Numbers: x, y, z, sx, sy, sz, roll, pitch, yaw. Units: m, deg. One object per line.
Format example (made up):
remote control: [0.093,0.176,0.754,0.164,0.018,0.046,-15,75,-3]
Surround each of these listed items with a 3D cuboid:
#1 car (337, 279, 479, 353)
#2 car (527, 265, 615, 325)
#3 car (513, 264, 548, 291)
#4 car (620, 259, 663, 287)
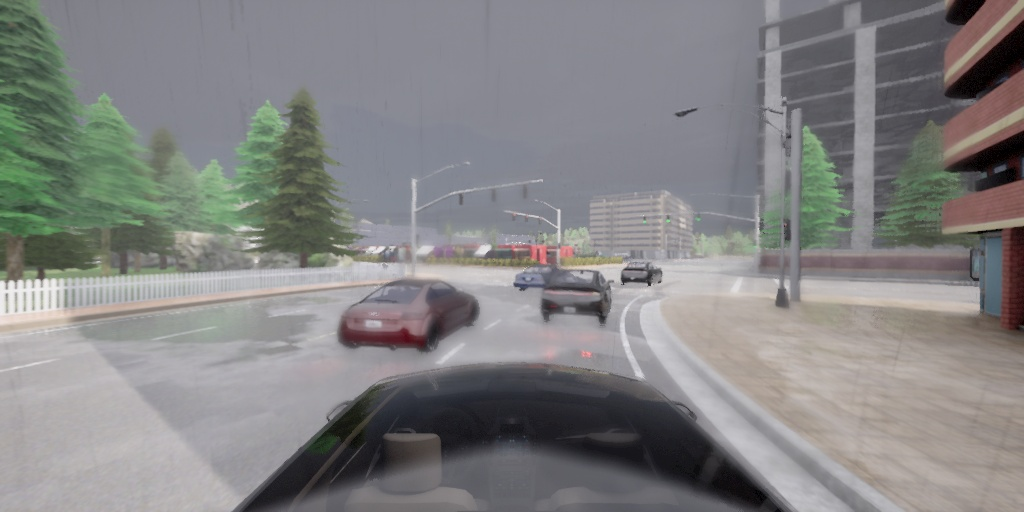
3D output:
car: [-2.229,1.247,8.768,1.994,1.385,4.181,0,0,11]
car: [2.228,1.180,11.670,2.128,1.511,4.902,0,0,17]
car: [1.892,1.172,19.839,2.033,1.411,5.357,1,0,26]
car: [8.579,1.148,23.545,2.128,1.511,4.902,0,0,33]
